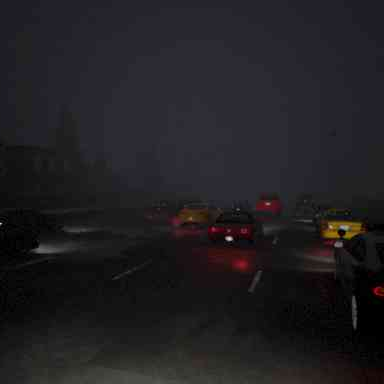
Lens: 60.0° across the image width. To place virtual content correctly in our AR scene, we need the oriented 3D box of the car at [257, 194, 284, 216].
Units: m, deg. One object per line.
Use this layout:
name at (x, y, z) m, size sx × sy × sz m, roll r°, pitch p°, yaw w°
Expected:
car at (7.733, 1.203, 32.742) m, size 2.150 × 2.045 × 5.566 m, roll 0°, pitch 0°, yaw 18°

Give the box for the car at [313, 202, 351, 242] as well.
car at (7.011, 1.449, 16.024) m, size 1.801 × 1.575 × 5.366 m, roll 0°, pitch 0°, yaw 18°

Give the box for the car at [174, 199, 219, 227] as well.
car at (0.698, 1.464, 22.355) m, size 1.882 × 1.535 × 5.008 m, roll 0°, pitch 0°, yaw 18°

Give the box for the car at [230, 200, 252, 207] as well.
car at (5.675, 1.580, 37.805) m, size 1.895 × 1.301 × 4.718 m, roll 0°, pitch 0°, yaw 18°

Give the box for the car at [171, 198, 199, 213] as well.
car at (0.034, 1.332, 31.708) m, size 2.097 × 1.767 × 4.553 m, roll 0°, pitch 0°, yaw 18°

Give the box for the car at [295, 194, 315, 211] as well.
car at (14.019, 1.203, 41.197) m, size 2.150 × 2.045 × 5.566 m, roll 0°, pitch 0°, yaw 18°

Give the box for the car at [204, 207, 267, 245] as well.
car at (2.212, 1.592, 15.639) m, size 1.895 × 1.301 × 4.718 m, roll 0°, pitch 0°, yaw 18°

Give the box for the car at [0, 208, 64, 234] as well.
car at (-8.499, 1.510, 16.658) m, size 1.812 × 1.442 × 4.674 m, roll 0°, pitch 0°, yaw 18°

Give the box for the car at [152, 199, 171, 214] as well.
car at (-2.558, 1.466, 35.084) m, size 2.128 × 1.511 × 4.902 m, roll 0°, pitch 0°, yaw 18°

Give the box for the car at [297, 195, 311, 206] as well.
car at (18.392, 1.328, 54.785) m, size 2.097 × 1.767 × 4.553 m, roll 0°, pitch 0°, yaw 18°

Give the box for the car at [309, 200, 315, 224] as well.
car at (8.792, 1.497, 21.554) m, size 1.837 × 1.490 × 4.892 m, roll 0°, pitch 0°, yaw 18°

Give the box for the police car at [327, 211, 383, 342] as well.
police car at (3.921, 1.423, 6.429) m, size 1.930 × 1.638 × 5.238 m, roll 0°, pitch 0°, yaw 18°

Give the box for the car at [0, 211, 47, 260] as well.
car at (-7.060, 1.538, 9.686) m, size 2.033 × 1.411 × 5.357 m, roll 0°, pitch 0°, yaw 18°
